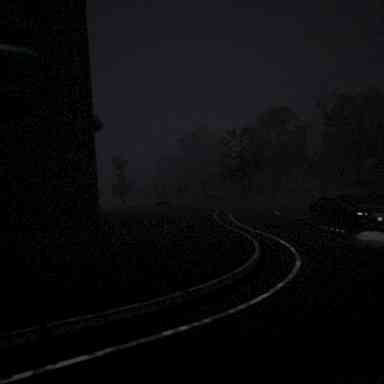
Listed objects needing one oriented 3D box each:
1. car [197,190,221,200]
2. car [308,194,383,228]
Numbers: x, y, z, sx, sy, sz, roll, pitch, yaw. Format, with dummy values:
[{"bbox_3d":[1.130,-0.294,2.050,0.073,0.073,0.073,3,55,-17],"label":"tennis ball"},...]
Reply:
[{"bbox_3d":[2.571,0.512,52.275,1.837,1.490,4.892,-4,-1,-33],"label":"car"},{"bbox_3d":[7.977,0.878,17.373,2.128,1.511,4.902,-4,3,-11],"label":"car"}]
